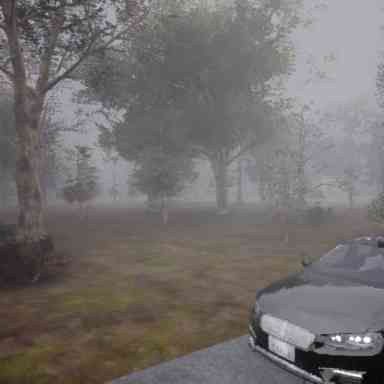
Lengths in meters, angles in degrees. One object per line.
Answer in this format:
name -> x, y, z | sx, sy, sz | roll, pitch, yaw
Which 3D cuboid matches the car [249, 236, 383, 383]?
car -> 3.017, 1.492, 5.126 | 4.902, 1.511, 2.128 | 0, 0, -35
